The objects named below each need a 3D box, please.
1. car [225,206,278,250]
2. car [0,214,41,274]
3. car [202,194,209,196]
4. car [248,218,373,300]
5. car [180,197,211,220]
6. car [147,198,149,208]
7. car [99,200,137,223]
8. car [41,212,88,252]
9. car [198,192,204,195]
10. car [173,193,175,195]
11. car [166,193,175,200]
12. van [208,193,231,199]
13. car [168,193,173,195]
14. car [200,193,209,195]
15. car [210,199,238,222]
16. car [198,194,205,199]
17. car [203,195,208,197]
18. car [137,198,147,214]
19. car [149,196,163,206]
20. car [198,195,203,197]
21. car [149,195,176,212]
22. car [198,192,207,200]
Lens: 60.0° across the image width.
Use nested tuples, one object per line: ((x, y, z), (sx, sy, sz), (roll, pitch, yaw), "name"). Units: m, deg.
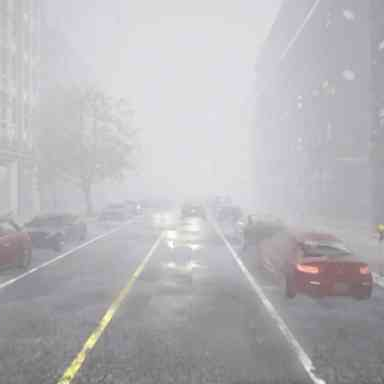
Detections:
((2.705, 1.506, 13.719), (2.008, 1.369, 4.403), (1, 0, 0), "car")
((-5.675, 1.414, 8.101), (1.967, 1.590, 4.097), (1, 0, 0), "car")
((2.727, 1.366, 47.827), (1.752, 1.417, 4.829), (1, 0, 0), "car")
((2.703, 1.556, 8.063), (1.802, 1.307, 4.206), (1, 0, 0), "car")
((0.101, 1.417, 26.695), (2.163, 1.488, 4.792), (0, 0, 0), "car")
((-5.667, 1.412, 42.041), (2.008, 1.369, 4.403), (1, 0, 0), "car")
((-5.672, 1.463, 25.071), (1.887, 1.381, 4.507), (1, 0, 0), "car")
((-5.676, 1.521, 13.758), (1.947, 1.339, 4.313), (1, 0, 0), "car")
((2.691, 1.096, 64.625), (2.192, 1.841, 5.009), (1, 0, 0), "car")
((-5.655, 1.291, 75.979), (2.008, 1.369, 4.403), (1, 0, 0), "car")
((-5.650, 1.140, 87.291), (1.967, 1.590, 4.097), (1, 0, 0), "car")
((2.713, 1.241, 30.688), (1.690, 1.788, 3.998), (1, 0, 0), "van")
((-5.657, 1.312, 70.322), (2.008, 1.369, 4.403), (1, 0, 0), "car")
((2.686, 1.383, 58.970), (1.802, 1.307, 4.206), (1, 0, 0), "car")
((2.708, 1.469, 25.032), (2.008, 1.369, 4.403), (1, 0, 0), "car")
((2.697, 1.246, 92.907), (1.947, 1.339, 4.313), (1, 0, 0), "car")
((2.720, 1.428, 42.001), (1.947, 1.339, 4.313), (1, 0, 0), "car")
((-5.670, 1.451, 30.727), (2.008, 1.369, 4.403), (1, 0, 0), "car")
((-5.663, 1.347, 53.183), (1.752, 1.417, 4.829), (1, 0, 0), "car")
((0.043, 1.408, 42.375), (2.033, 1.411, 5.357), (0, 0, 1), "car")
((-3.085, 1.372, 36.509), (2.128, 1.511, 4.902), (0, 0, 0), "car")
((2.698, 1.015, 87.250), (2.192, 1.841, 5.009), (1, 0, 0), "car")
